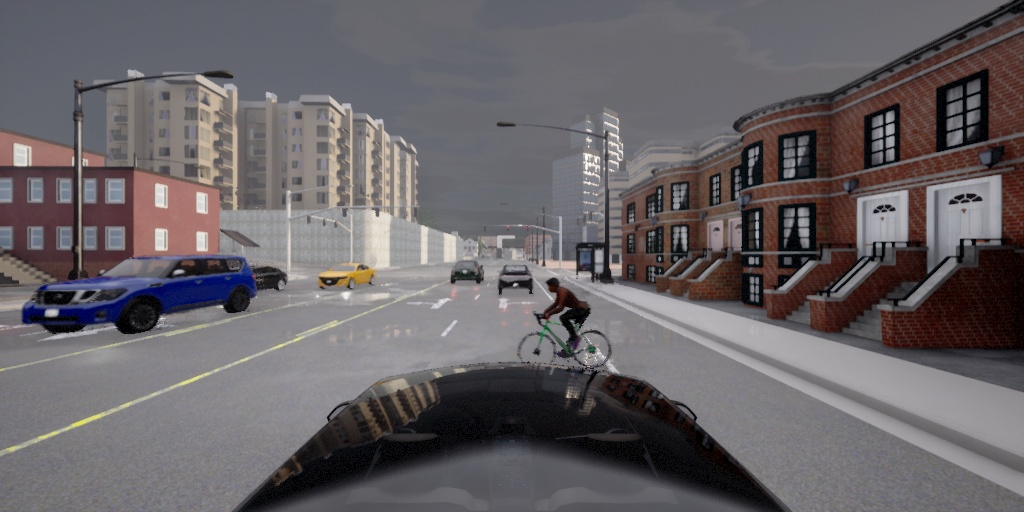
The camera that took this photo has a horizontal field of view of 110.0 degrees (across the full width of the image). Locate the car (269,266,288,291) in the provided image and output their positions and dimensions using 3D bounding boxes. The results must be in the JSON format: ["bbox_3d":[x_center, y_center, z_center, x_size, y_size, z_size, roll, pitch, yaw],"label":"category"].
[{"bbox_3d":[-13.994,1.245,18.940,1.837,1.490,4.892,0,0,0],"label":"car"}]

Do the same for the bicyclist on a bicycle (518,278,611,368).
[{"bbox_3d":[0.904,1.200,6.299,1.656,1.620,0.582,-2,0,0],"label":"bicyclist on a bicycle"}]

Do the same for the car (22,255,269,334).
[{"bbox_3d":[-10.555,0.969,11.005,2.150,2.045,5.566,0,0,0],"label":"car"}]

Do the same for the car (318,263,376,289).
[{"bbox_3d":[-10.448,1.217,23.037,1.882,1.535,5.008,0,0,1],"label":"car"}]

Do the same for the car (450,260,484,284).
[{"bbox_3d":[-3.279,1.090,27.007,2.097,1.767,4.553,0,0,0],"label":"car"}]

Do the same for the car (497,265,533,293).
[{"bbox_3d":[0.196,1.232,20.420,2.128,1.511,4.902,0,0,0],"label":"car"}]
